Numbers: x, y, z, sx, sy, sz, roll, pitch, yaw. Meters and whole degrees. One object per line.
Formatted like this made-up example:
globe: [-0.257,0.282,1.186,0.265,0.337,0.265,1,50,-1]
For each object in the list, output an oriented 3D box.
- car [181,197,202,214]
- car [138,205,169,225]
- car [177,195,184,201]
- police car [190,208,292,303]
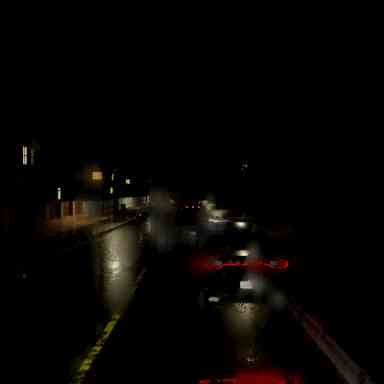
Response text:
car: [0.120,1.548,35.397,2.033,1.411,5.357,0,0,0]
car: [-2.719,1.603,24.224,1.895,1.301,4.718,0,0,0]
car: [-2.635,1.462,82.972,1.882,1.535,5.008,0,0,0]
police car: [0.972,1.426,8.421,1.930,1.638,5.238,0,0,0]
